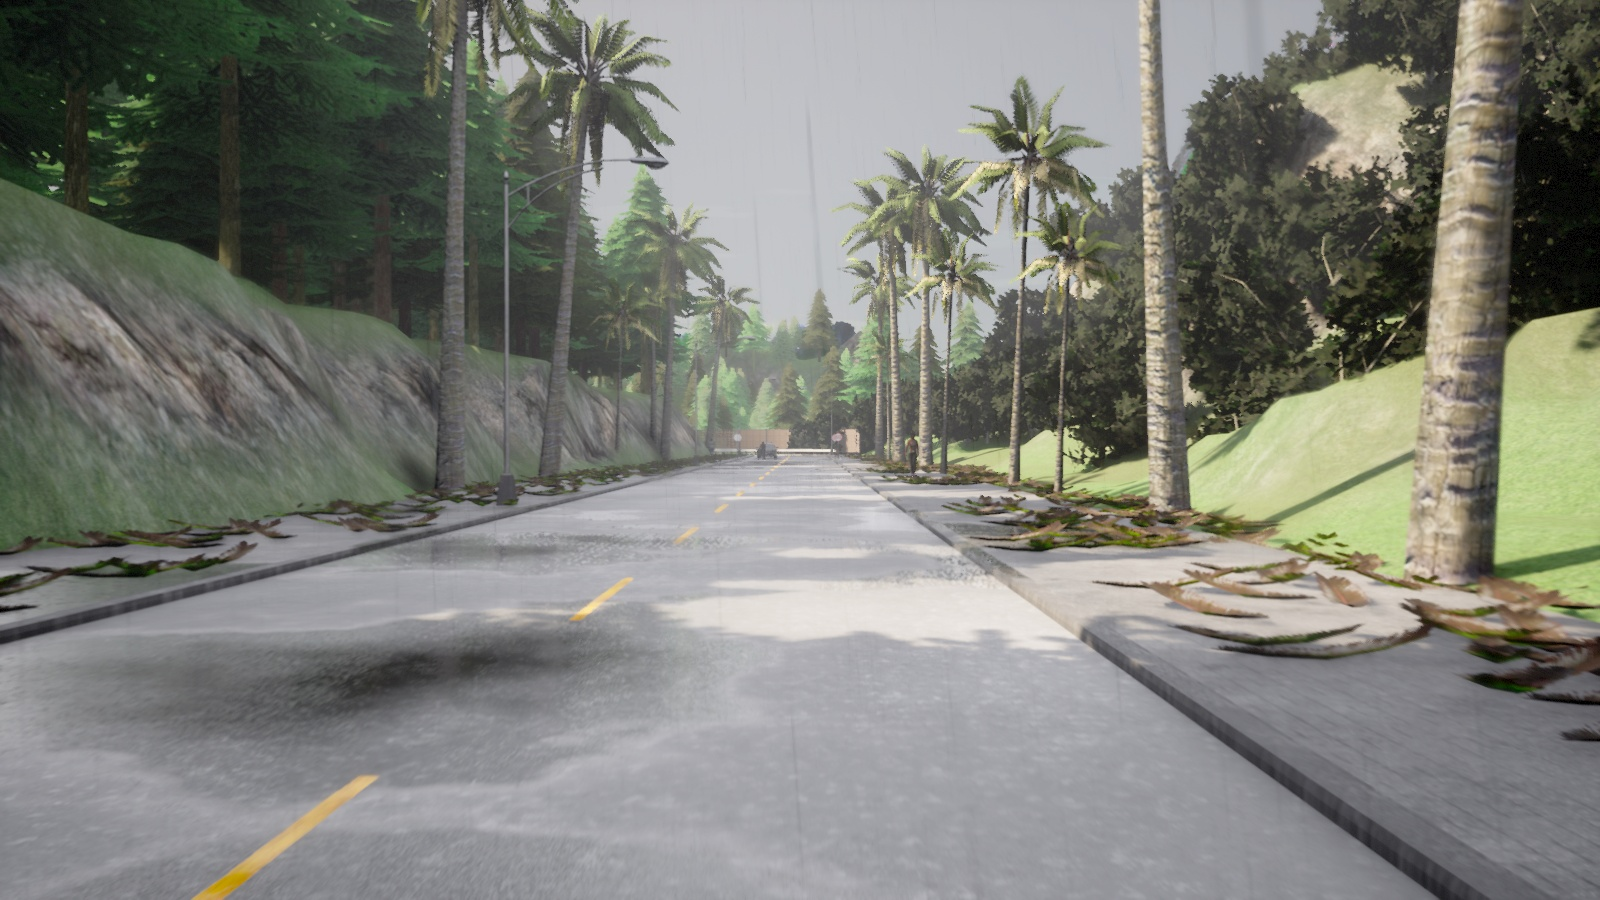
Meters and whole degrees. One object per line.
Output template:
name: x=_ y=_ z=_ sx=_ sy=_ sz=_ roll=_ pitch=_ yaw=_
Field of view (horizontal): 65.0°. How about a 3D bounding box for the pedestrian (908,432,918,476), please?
pedestrian: x=4.622 y=0.160 z=51.436 sx=0.328 sy=1.805 sz=0.869 roll=0 pitch=0 yaw=1
